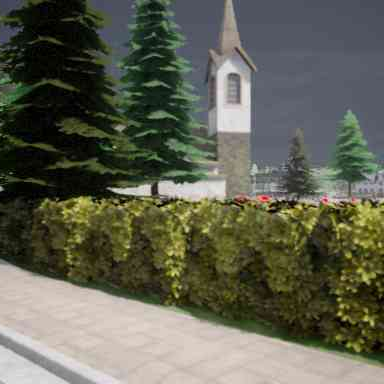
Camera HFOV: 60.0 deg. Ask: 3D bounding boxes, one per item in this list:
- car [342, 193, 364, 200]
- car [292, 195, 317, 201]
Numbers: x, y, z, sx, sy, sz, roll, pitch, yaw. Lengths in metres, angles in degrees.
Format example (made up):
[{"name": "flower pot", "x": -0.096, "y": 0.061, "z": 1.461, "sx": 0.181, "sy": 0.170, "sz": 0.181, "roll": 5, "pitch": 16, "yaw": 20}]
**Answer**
[{"name": "car", "x": 39.432, "y": 1.280, "z": 81.640, "sx": 3.633, "sy": 1.501, "sz": 1.845, "roll": 0, "pitch": 0, "yaw": 35}, {"name": "car", "x": 24.583, "y": 1.283, "z": 73.760, "sx": 4.514, "sy": 1.523, "sz": 2.007, "roll": 0, "pitch": 0, "yaw": 35}]
